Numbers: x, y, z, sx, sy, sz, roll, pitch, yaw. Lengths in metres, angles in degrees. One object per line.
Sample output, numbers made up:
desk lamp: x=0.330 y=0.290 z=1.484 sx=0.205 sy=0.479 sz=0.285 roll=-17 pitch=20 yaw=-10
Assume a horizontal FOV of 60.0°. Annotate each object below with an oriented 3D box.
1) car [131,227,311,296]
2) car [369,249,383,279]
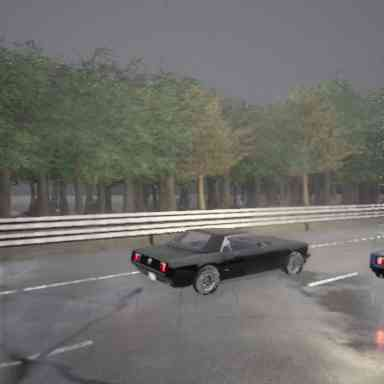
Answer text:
car: x=0.950 y=1.581 z=8.632 sx=4.718 sy=1.301 sz=1.895 roll=0 pitch=0 yaw=-35
car: x=6.468 y=1.587 z=8.158 sx=4.718 sy=1.301 sz=1.895 roll=0 pitch=0 yaw=-34
